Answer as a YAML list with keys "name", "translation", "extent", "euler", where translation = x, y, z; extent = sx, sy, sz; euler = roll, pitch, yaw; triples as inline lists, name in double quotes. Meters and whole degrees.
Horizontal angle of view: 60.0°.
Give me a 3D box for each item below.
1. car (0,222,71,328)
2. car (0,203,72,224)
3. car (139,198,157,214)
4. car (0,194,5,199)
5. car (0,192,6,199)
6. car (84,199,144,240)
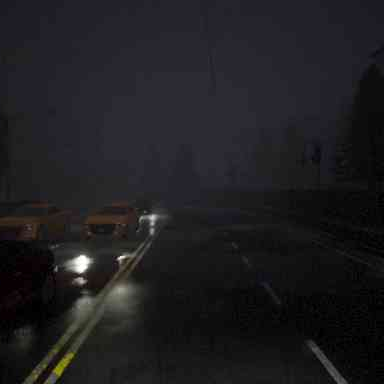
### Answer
- name: "car"
  translation: [-3.636, 1.478, 5.048]
  extent: [1.812, 1.442, 4.674]
  euler: [0, 1, 0]
- name: "car"
  translation: [-7.235, 1.322, 15.510]
  extent: [1.882, 1.535, 5.008]
  euler: [0, 1, -1]
- name: "car"
  translation: [-4.187, 1.216, 30.226]
  extent: [2.033, 1.411, 5.357]
  euler: [0, 1, -6]
- name: "car"
  translation: [-43.020, 0.832, 70.412]
  extent: [4.892, 1.490, 1.837]
  euler: [0, 1, 2]
- name: "car"
  translation: [-44.666, 0.836, 74.007]
  extent: [5.357, 1.411, 2.033]
  euler: [0, 1, 2]
- name: "car"
  translation: [-3.744, 1.304, 16.226]
  extent: [1.882, 1.535, 5.008]
  euler: [0, 0, 0]
